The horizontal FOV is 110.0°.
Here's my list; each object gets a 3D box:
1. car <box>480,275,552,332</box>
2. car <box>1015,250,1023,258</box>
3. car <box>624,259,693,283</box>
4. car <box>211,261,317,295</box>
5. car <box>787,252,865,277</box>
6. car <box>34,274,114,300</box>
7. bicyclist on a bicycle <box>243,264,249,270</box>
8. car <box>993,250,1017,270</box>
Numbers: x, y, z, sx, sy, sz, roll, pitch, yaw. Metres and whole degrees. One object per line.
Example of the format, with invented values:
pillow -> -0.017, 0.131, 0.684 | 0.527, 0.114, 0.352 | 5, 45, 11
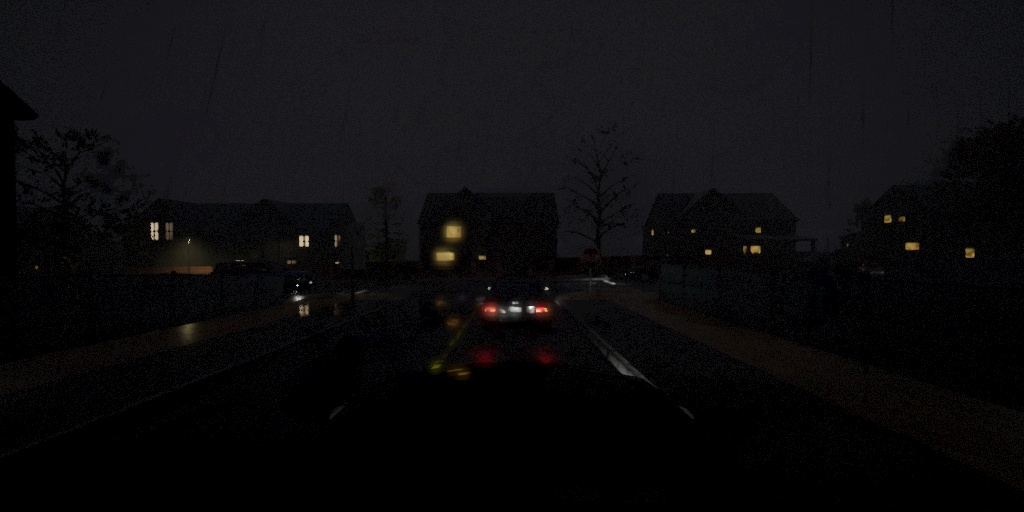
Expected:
car -> 0.169, 1.294, 10.843 | 2.033, 1.411, 5.357 | 0, 0, 2
car -> 33.897, 0.472, 21.143 | 5.357, 1.411, 2.033 | -1, 1, 0
car -> 10.065, 0.945, 24.141 | 4.892, 1.490, 1.837 | -1, 1, 0
car -> -14.695, 1.292, 21.244 | 5.566, 2.045, 2.150 | -2, 1, 0
car -> 20.726, 0.542, 24.117 | 4.553, 1.767, 2.097 | -1, 1, 0
car -> -25.397, 1.800, 21.277 | 5.008, 1.535, 1.882 | -1, 1, 0
bicyclist on a bicycle -> -20.072, 1.409, 27.110 | 0.582, 1.620, 1.656 | -1, 1, 0
car -> 34.628, 0.354, 24.064 | 4.902, 1.511, 2.128 | -2, 1, 0
